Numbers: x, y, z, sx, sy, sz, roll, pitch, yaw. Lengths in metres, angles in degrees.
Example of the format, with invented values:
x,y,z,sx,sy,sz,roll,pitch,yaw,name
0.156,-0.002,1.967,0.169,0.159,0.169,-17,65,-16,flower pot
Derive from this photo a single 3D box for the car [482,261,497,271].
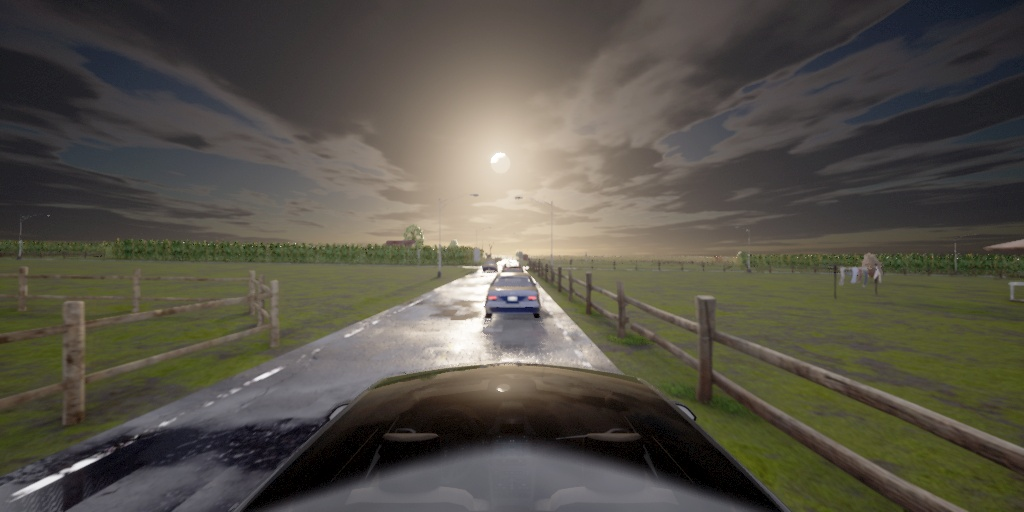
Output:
x,y,z,sx,sy,sz,roll,pitch,yaw,name
-2.815,1.325,46.862,2.033,1.411,5.357,0,0,0,car

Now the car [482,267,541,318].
x,y,z,sx,sy,sz,roll,pitch,yaw,name
0.037,1.304,13.085,2.033,1.411,5.357,0,0,1,car

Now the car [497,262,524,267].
x,y,z,sx,sy,sz,roll,pitch,yaw,name
0.055,1.259,31.587,2.128,1.511,4.902,0,0,0,car
